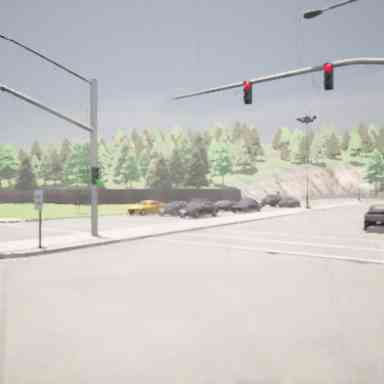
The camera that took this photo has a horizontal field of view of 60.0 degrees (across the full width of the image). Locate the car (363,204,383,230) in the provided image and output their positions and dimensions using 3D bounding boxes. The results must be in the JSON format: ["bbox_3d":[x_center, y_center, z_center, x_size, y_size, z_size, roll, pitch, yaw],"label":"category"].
[{"bbox_3d":[11.852,1.507,20.456,2.128,1.511,4.902,-1,0,37],"label":"car"}]

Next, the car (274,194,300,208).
[{"bbox_3d":[14.563,1.478,49.841,2.097,1.767,4.553,-1,0,36],"label":"car"}]

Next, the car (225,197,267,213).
[{"bbox_3d":[6.377,1.675,38.658,2.033,1.411,5.357,-1,0,36],"label":"car"}]

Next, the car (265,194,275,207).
[{"bbox_3d":[12.881,1.375,53.461,2.150,2.045,5.566,-1,-1,36],"label":"car"}]

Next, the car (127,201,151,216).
[{"bbox_3d":[-4.693,1.659,35.338,1.882,1.535,5.008,-1,0,36],"label":"car"}]

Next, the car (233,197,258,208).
[{"bbox_3d":[8.646,1.656,53.591,1.882,1.535,5.008,-1,0,36],"label":"car"}]

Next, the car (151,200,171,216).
[{"bbox_3d":[-1.480,1.646,33.808,2.128,1.511,4.902,-1,0,36],"label":"car"}]

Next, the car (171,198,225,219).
[{"bbox_3d":[0.634,1.620,30.775,2.128,1.511,4.902,-1,0,36],"label":"car"}]
